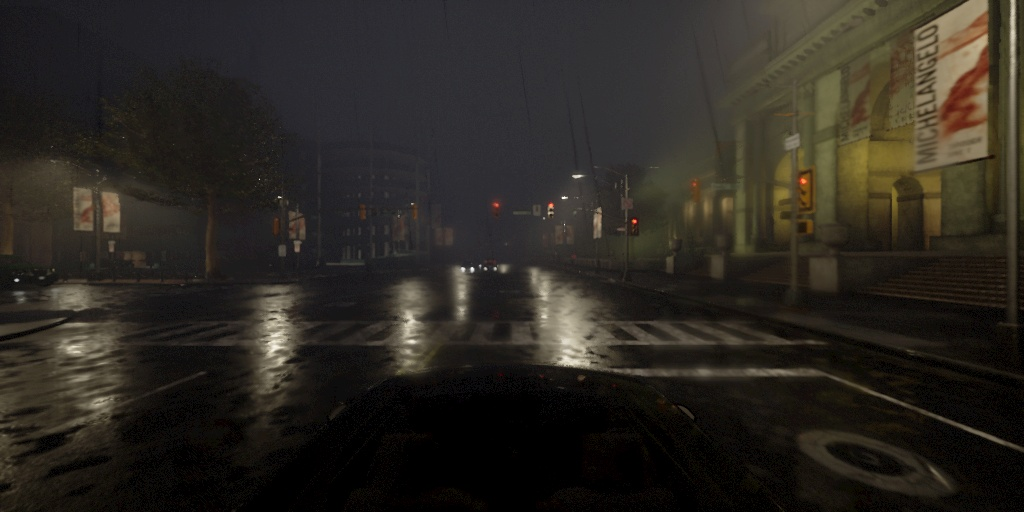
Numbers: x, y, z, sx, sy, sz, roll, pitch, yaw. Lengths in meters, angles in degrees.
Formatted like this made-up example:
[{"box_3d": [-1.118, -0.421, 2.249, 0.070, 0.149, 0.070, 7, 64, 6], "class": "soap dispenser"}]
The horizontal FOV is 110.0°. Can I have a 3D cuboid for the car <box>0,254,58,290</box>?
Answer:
[{"box_3d": [-31.106, 0.918, 21.615, 5.566, 2.045, 2.150, 1, 0, 0], "class": "car"}]

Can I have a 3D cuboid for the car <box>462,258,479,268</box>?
[{"box_3d": [-7.062, 1.225, 58.646, 1.895, 1.301, 4.718, 0, 0, 0], "class": "car"}]

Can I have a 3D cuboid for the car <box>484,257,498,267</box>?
[{"box_3d": [-3.567, 0.972, 60.155, 2.097, 1.767, 4.553, 0, 0, 0], "class": "car"}]
